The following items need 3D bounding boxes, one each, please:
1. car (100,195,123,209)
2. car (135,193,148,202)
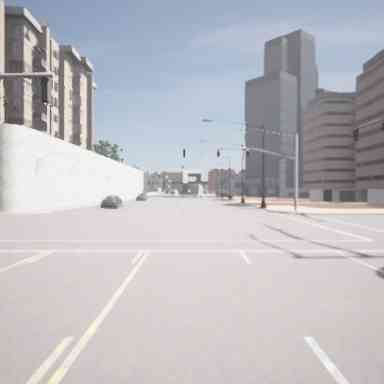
[{"bbox_3d":[-10.373,1.184,42.991,2.097,1.767,4.553,0,0,0],"label":"car"},{"bbox_3d":[-10.303,1.080,68.083,2.097,1.767,4.553,0,0,0],"label":"car"}]
